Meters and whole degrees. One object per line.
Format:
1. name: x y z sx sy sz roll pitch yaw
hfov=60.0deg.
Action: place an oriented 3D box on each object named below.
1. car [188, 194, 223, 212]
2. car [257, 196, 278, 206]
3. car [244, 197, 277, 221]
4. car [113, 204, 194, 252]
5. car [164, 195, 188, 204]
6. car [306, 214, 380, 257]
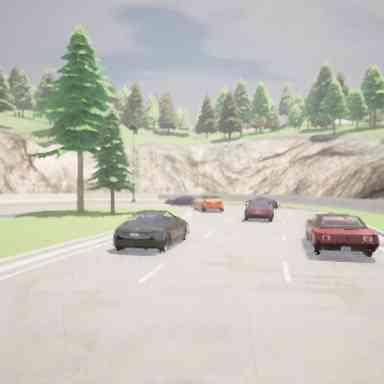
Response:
1. car: 1.463 0.985 33.288 2.097 1.767 4.553 0 1 -15
2. car: 7.537 1.159 36.723 1.994 1.385 4.181 0 1 -24
3. car: 4.968 1.295 24.404 1.994 1.385 4.181 0 1 14
4. car: -1.484 1.416 13.307 1.994 1.385 4.181 0 1 13
5. car: -0.790 1.092 41.257 5.357 1.411 2.033 0 1 29
6. car: 5.396 1.462 12.535 1.895 1.301 4.718 0 1 15
